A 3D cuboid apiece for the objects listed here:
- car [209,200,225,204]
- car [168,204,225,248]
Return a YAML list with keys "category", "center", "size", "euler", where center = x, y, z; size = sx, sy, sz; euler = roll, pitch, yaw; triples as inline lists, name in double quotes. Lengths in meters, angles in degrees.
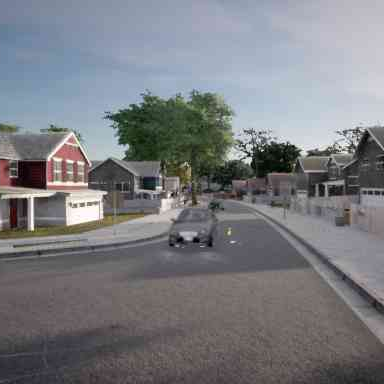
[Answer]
- category: "car"
  center: [3.023, 1.628, 40.430]
  size: [1.994, 1.385, 4.181]
  euler: [0, 0, 5]
- category: "car"
  center: [0.193, 1.505, 15.006]
  size: [2.128, 1.511, 4.902]
  euler: [0, 0, 8]
